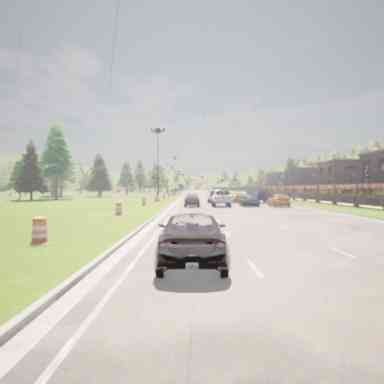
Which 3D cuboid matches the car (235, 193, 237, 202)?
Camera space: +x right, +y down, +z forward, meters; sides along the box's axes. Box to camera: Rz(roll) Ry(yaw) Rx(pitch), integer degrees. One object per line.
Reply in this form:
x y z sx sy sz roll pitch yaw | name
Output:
7.017 0.878 50.739 1.882 1.535 5.008 0 1 0 | car

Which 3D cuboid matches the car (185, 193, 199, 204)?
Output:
0.017 0.947 50.743 2.033 1.411 5.357 0 1 0 | car

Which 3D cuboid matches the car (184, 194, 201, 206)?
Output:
0.013 1.014 40.323 2.128 1.511 4.902 0 1 0 | car

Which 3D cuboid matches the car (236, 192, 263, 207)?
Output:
7.014 1.082 40.738 1.994 1.385 4.181 0 1 0 | car

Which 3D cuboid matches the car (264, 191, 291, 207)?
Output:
10.513 1.000 40.319 1.882 1.535 5.008 0 1 0 | car

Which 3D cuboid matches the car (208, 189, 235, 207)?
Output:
3.513 0.744 40.348 2.150 2.045 5.566 0 1 0 | car

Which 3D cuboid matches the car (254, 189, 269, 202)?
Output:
10.517 0.621 50.765 2.150 2.045 5.566 0 1 0 | car

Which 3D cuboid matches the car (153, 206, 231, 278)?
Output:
0.003 1.376 9.712 2.128 1.511 4.902 0 1 0 | car
